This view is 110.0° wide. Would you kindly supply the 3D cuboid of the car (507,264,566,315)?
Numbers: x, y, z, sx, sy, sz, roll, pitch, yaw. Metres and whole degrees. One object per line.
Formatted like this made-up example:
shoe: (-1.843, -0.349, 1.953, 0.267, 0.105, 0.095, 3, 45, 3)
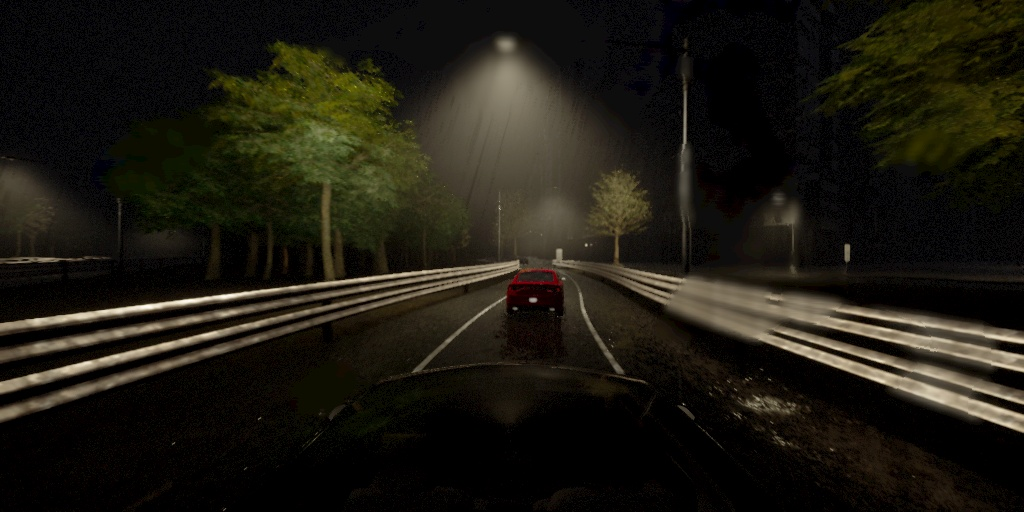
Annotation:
car: (1.000, 1.220, 13.597, 1.882, 1.535, 5.008, 0, 0, 8)
